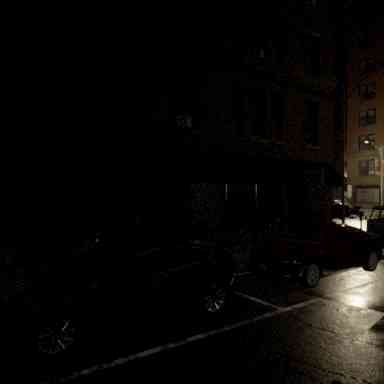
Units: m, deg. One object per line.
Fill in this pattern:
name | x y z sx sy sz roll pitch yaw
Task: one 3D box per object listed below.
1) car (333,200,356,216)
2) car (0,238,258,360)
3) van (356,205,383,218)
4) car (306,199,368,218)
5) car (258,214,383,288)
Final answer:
car | 11.654 1.584 28.186 1.895 1.301 4.718 0 0 -36
car | -1.099 1.566 5.967 4.313 1.339 1.947 0 0 -35
van | 8.145 1.338 12.500 3.998 1.788 1.690 0 0 -35
car | 13.495 1.487 31.184 2.128 1.511 4.902 0 0 -36
car | 3.522 1.544 9.234 4.507 1.381 1.887 0 0 -35
